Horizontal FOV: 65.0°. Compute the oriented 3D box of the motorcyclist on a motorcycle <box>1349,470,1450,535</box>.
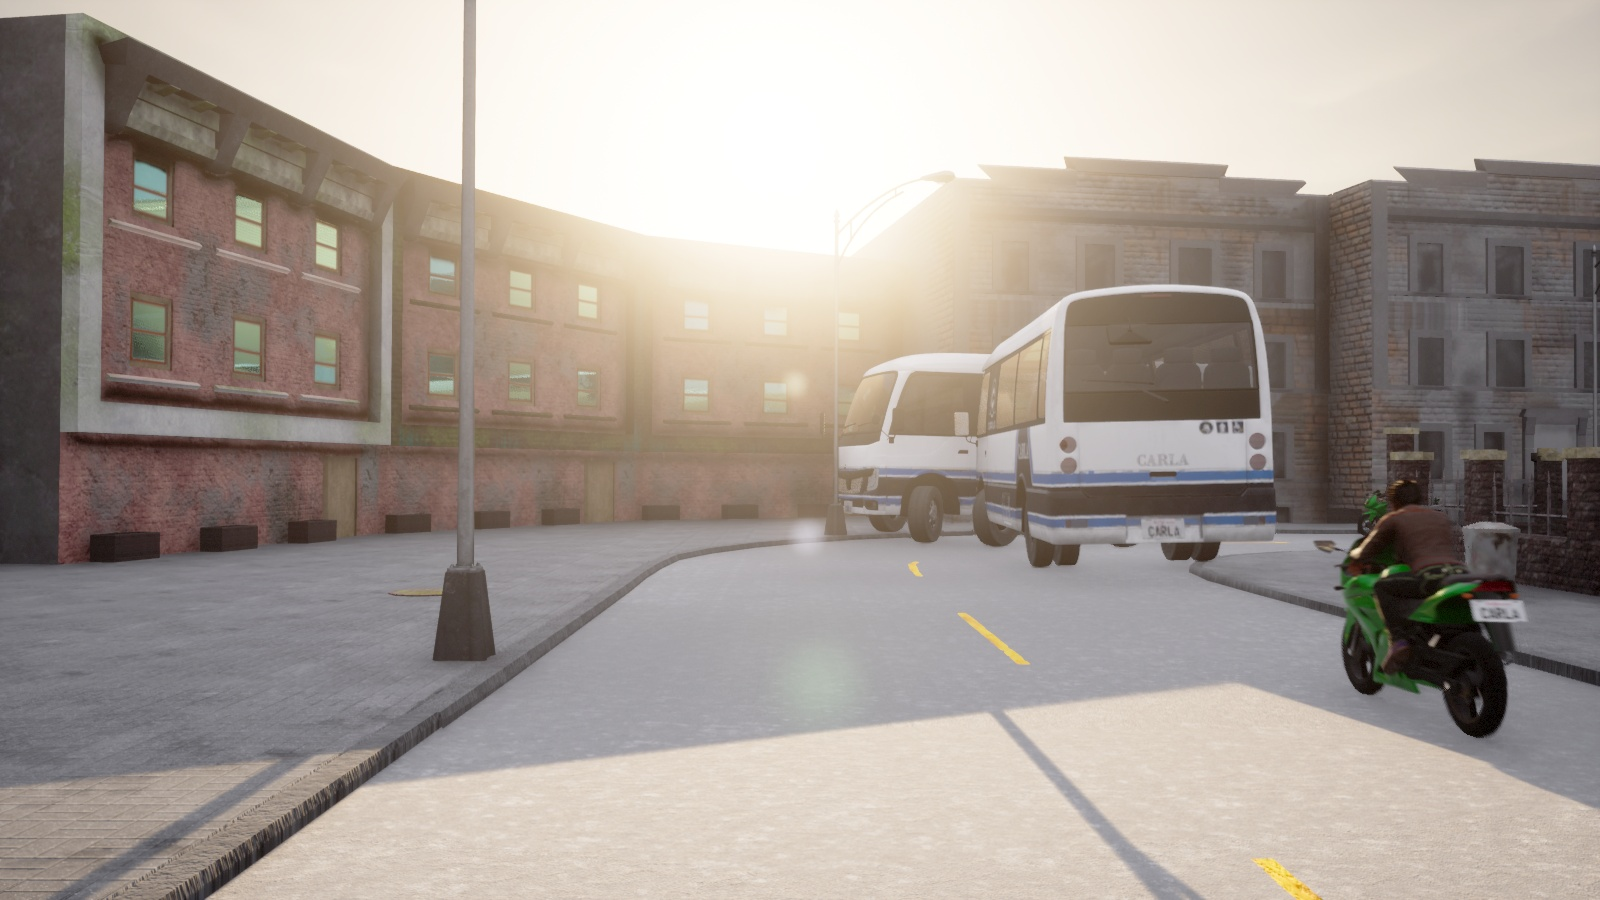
[{"bbox_3d":[14.383,1.245,30.164,2.044,1.523,0.797,0,-1,0],"label":"motorcyclist on a motorcycle"}]

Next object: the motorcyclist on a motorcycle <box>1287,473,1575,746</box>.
[{"bbox_3d":[3.948,0.917,8.092,0.797,1.523,2.044,0,-1,0],"label":"motorcyclist on a motorcycle"}]

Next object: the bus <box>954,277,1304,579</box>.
[{"bbox_3d":[5.356,-0.239,23.241,3.944,4.253,10.273,-2,-1,2],"label":"bus"}]

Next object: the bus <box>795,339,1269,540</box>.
[{"bbox_3d":[5.370,-0.106,29.678,10.273,4.253,3.944,1,-1,-14],"label":"bus"}]
